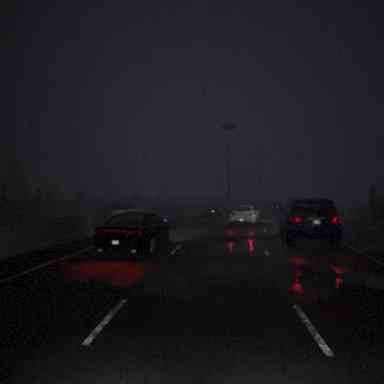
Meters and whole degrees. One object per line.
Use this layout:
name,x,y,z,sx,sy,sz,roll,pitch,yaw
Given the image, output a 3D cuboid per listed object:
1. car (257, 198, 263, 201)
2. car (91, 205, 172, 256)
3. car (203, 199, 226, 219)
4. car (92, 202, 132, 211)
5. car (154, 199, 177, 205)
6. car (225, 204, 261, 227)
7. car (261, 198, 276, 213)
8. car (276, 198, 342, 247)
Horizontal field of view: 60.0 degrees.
car,14.011,1.864,64.880,2.128,1.511,4.902,0,-1,36
car,-2.139,1.506,13.321,1.882,1.535,5.008,0,0,8
car,2.490,1.672,30.834,1.994,1.385,4.181,0,0,20
car,-6.322,1.569,27.164,2.128,1.511,4.902,0,0,17
car,-3.964,1.789,50.531,1.994,1.385,4.181,0,-1,30
car,3.838,1.603,23.774,1.812,1.442,4.674,0,0,16
car,10.178,1.713,39.575,2.033,1.411,5.357,0,0,27
car,5.373,1.273,15.639,2.150,2.045,5.566,0,0,11
